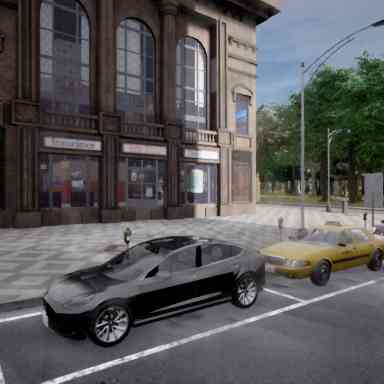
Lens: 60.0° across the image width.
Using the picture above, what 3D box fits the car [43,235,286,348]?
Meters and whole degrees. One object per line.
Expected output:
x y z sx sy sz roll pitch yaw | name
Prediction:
-0.459 1.566 6.324 4.313 1.339 1.947 0 0 -36 | car

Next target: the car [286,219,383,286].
3.829 1.525 9.384 4.829 1.417 1.752 0 0 -36 | car
